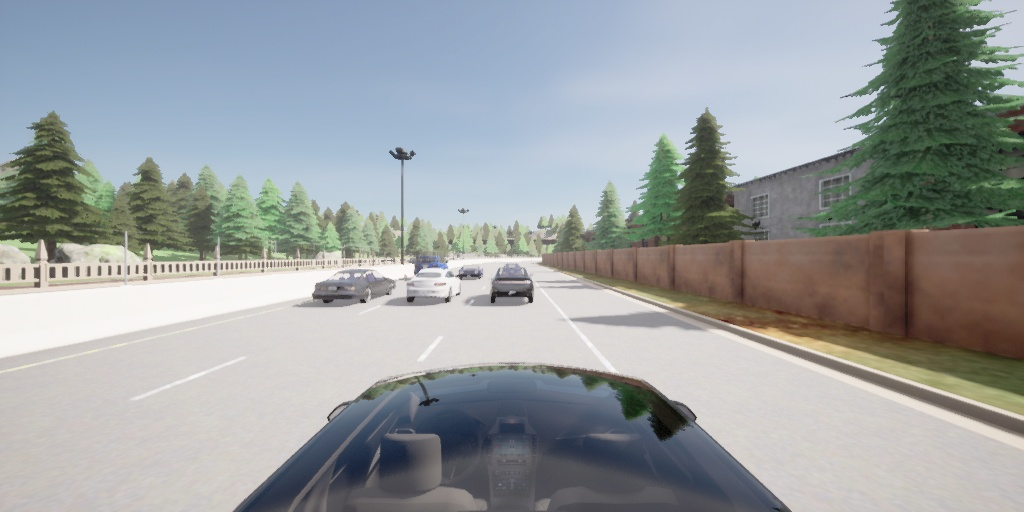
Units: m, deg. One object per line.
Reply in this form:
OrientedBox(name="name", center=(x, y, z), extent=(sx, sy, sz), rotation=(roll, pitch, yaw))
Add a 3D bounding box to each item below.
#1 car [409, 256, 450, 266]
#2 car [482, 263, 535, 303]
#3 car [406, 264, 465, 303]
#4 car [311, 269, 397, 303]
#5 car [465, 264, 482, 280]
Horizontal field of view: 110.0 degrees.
OrientedBox(name="car", center=(-7.000, 1.005, 31.530), extent=(2.150, 2.045, 5.566), rotation=(0, 0, 0))
OrientedBox(name="car", center=(0.000, 1.242, 16.500), extent=(2.128, 1.511, 4.902), rotation=(0, 0, 0))
OrientedBox(name="car", center=(-3.500, 1.280, 16.500), extent=(1.812, 1.442, 4.674), rotation=(0, 0, 0))
OrientedBox(name="car", center=(-7.000, 1.310, 16.500), extent=(2.033, 1.411, 5.357), rotation=(0, 0, 0))
OrientedBox(name="car", center=(-3.500, 1.364, 31.530), extent=(1.895, 1.301, 4.718), rotation=(0, 0, 0))
